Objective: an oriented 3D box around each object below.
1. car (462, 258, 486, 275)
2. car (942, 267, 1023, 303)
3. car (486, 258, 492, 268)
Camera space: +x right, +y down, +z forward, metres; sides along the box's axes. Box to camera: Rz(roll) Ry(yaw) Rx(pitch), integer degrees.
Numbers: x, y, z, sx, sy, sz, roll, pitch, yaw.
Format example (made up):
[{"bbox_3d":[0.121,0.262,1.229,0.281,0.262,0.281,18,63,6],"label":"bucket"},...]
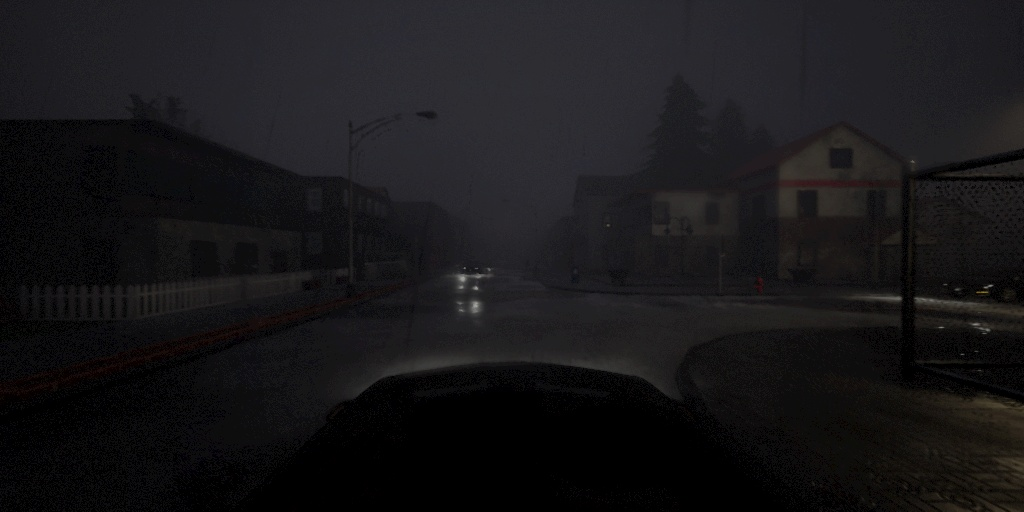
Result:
[{"bbox_3d":[-4.076,1.117,37.653,1.837,1.490,4.892,0,0,0],"label":"car"},{"bbox_3d":[21.820,1.202,15.596,4.892,1.490,1.837,0,0,0],"label":"car"},{"bbox_3d":[-4.029,1.073,55.065,1.812,1.442,4.674,0,0,1],"label":"car"}]
